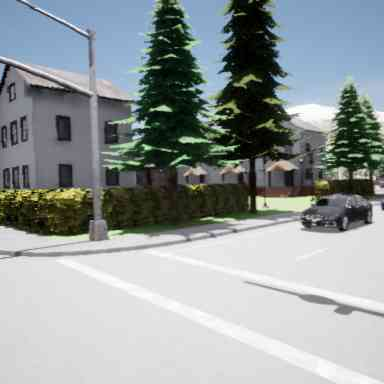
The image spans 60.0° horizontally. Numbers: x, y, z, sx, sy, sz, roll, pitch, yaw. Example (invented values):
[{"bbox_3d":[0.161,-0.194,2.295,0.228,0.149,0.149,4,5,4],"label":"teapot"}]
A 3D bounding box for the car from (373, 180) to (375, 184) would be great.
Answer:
[{"bbox_3d":[43.678,-2.117,78.607,2.007,1.523,4.514,-3,2,-44],"label":"car"}]

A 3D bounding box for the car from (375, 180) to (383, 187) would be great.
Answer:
[{"bbox_3d":[37.255,-1.716,62.554,1.905,1.878,3.866,-3,2,-44],"label":"car"}]

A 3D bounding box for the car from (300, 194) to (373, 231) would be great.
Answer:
[{"bbox_3d":[6.916,0.870,15.724,4.892,1.490,1.837,-3,2,-43],"label":"car"}]

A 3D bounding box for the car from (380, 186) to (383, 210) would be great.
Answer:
[{"bbox_3d":[14.637,0.466,23.003,4.674,1.442,1.812,-3,2,-43],"label":"car"}]
